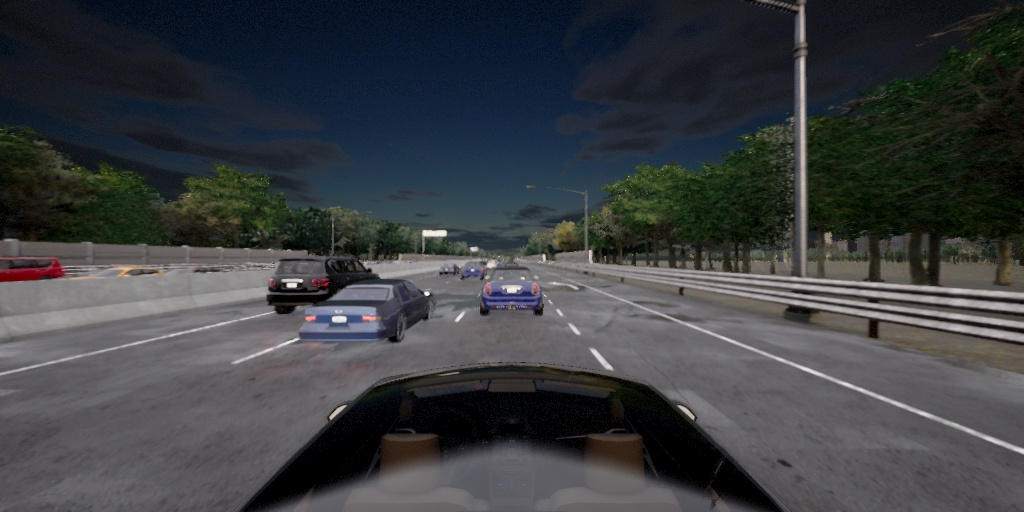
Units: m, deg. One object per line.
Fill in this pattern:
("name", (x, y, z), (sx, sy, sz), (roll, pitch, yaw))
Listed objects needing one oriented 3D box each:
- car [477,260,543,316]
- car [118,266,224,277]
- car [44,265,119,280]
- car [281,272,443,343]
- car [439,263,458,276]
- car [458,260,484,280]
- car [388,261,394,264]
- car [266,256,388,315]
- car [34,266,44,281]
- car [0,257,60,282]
("car", (-0.010, 1.172, 13.959), (2.097, 1.767, 4.553), (0, 0, 0))
("car", (-17.616, 1.334, 19.495), (1.882, 1.535, 5.008), (0, 0, 0))
("car", (-21.115, 1.334, 19.484), (1.882, 1.535, 5.008), (0, 0, 0))
("car", (-3.503, 1.343, 9.771), (2.033, 1.411, 5.357), (0, 0, 0))
("car", (-7.065, 1.544, 41.221), (2.033, 1.411, 5.357), (0, 0, 0))
("car", (-3.547, 1.302, 34.364), (2.097, 1.767, 4.553), (0, 0, 0))
("car", (-21.124, 1.627, 60.253), (2.128, 1.511, 4.902), (0, 0, 1))
("car", (-7.010, 1.043, 14.097), (2.150, 2.045, 5.566), (0, 0, 0))
("car", (-24.615, 1.420, 22.013), (2.033, 1.411, 5.357), (0, 0, 0))
("car", (-28.115, 1.078, 19.386), (2.150, 2.045, 5.566), (0, 0, 0))
